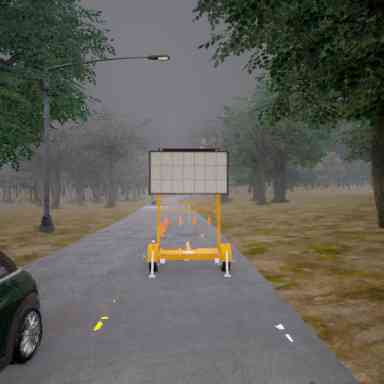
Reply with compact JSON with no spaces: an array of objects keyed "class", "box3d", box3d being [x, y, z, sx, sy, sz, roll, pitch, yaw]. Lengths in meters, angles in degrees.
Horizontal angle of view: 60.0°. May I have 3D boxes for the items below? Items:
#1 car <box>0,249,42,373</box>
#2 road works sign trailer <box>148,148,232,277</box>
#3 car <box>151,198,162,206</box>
[{"class":"car","box3d":[-3.150,1.353,2.789,2.097,1.767,4.553,0,0,-1]},{"class":"road works sign trailer","box3d":[-0.099,0.474,10.234,2.380,3.560,2.880,0,0,-2]},{"class":"car","box3d":[-6.256,1.779,58.121,1.895,1.301,4.718,0,0,-5]}]
